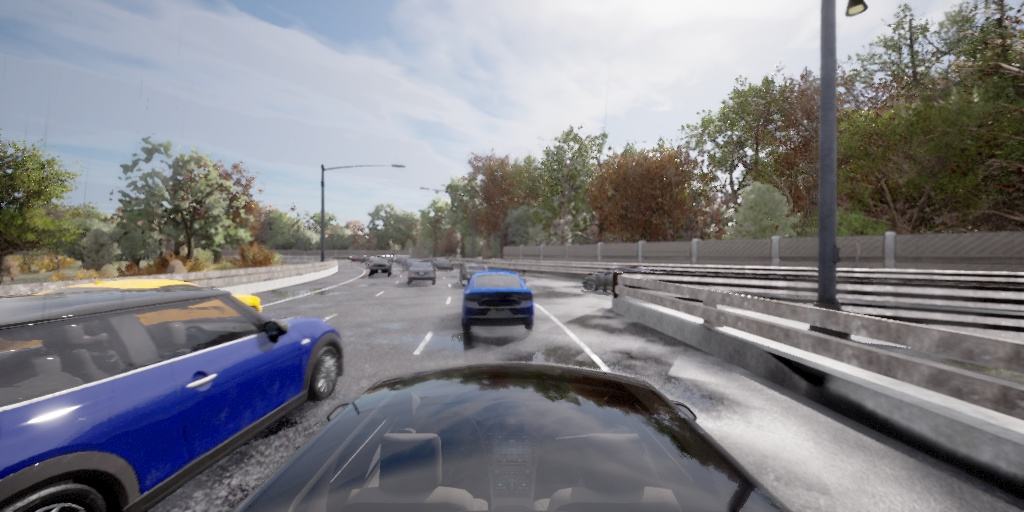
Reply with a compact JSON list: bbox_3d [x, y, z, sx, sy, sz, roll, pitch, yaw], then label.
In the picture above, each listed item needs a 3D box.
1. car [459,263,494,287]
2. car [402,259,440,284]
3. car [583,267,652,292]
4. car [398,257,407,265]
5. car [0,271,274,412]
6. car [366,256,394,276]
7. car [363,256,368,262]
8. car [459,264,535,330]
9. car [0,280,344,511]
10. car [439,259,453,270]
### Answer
[{"bbox_3d":[-2.472,1.213,23.889,1.895,1.301,4.718,0,0,-11],"label":"car"},{"bbox_3d":[-6.316,1.152,25.247,2.033,1.411,5.357,0,0,-13],"label":"car"},{"bbox_3d":[5.647,1.225,18.272,1.994,1.385,4.181,0,0,-37],"label":"car"},{"bbox_3d":[-12.220,1.037,43.571,2.033,1.411,5.357,0,0,-23],"label":"car"},{"bbox_3d":[-7.159,1.194,7.011,1.882,1.535,5.008,0,0,-3],"label":"car"},{"bbox_3d":[-12.221,1.058,33.397,1.837,1.490,4.892,0,0,-18],"label":"car"},{"bbox_3d":[-19.519,0.923,50.691,1.882,1.535,5.008,0,0,-27],"label":"car"},{"bbox_3d":[-0.515,1.170,10.972,1.882,1.535,5.008,0,0,-5],"label":"car"},{"bbox_3d":[-3.546,1.091,3.483,2.097,1.767,4.553,0,0,0],"label":"car"},{"bbox_3d":[-8.625,1.051,44.033,1.994,1.385,4.181,0,0,-24],"label":"car"}]
